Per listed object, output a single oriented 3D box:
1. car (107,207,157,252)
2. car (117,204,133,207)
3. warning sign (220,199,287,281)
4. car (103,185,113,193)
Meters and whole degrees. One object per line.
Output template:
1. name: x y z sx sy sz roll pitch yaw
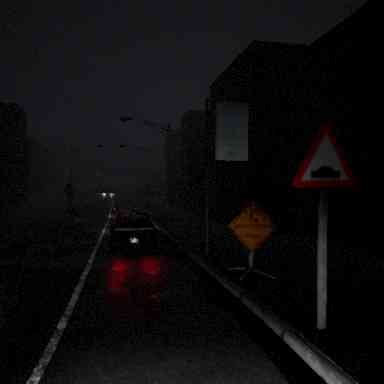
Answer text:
1. car: -2.667 1.631 14.727 2.128 1.511 4.902 0 -1 -12
2. car: -5.875 1.770 29.374 2.033 1.411 5.357 0 1 -12
3. warning sign: 1.521 1.163 8.468 1.300 1.860 1.060 2 1 -12
4. car: -18.874 -0.655 74.684 2.097 1.767 4.553 0 3 -12
